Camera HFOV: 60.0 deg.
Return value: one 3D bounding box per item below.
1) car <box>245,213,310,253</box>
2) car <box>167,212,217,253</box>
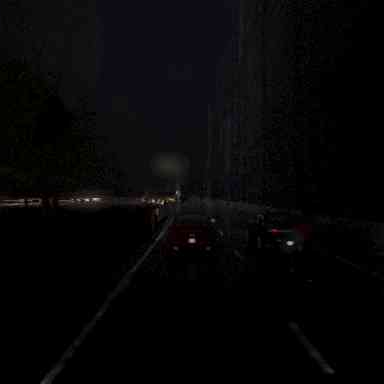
[{"bbox_3d":[3.503,1.628,14.282,2.128,1.511,4.902,0,0,0],"label":"car"},{"bbox_3d":[0.005,1.615,14.476,1.882,1.535,5.008,0,0,0],"label":"car"}]
